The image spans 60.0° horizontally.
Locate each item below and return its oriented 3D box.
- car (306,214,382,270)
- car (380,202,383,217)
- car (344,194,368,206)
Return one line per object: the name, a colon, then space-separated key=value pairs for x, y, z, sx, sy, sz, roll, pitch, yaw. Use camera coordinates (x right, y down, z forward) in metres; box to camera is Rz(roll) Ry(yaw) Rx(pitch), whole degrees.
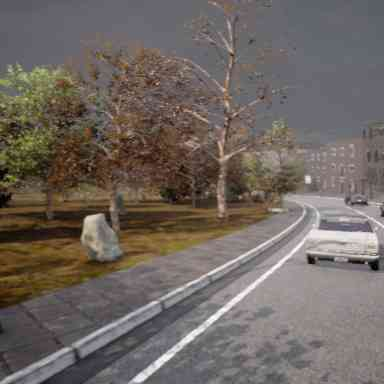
car: x=4.888 y=1.431 z=10.671 sx=1.895 sy=1.301 sz=4.718 roll=0 pitch=1 yaw=27
car: x=14.317 y=1.139 z=23.002 sx=1.812 sy=1.442 sz=4.674 roll=0 pitch=1 yaw=21
car: x=19.686 y=0.915 z=40.033 sx=1.994 sy=1.385 sz=4.181 roll=-1 pitch=0 yaw=14
